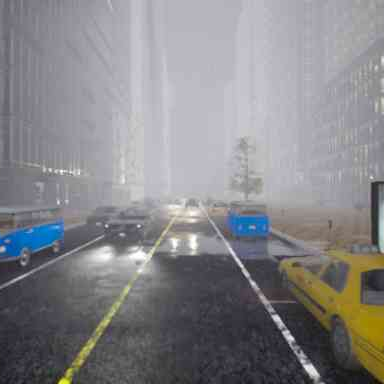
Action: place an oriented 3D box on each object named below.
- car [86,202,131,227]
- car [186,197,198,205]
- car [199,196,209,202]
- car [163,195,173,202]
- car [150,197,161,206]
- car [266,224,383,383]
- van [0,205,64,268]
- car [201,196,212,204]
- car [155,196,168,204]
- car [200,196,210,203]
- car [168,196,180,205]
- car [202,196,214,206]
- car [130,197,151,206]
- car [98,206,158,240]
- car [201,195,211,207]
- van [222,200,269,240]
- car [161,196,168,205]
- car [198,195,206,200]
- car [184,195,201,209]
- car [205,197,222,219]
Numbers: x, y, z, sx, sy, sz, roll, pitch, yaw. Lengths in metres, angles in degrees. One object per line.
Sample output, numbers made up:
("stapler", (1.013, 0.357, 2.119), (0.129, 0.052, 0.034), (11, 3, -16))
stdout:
("car", (-5.689, 1.563, 22.399), (1.947, 1.339, 4.313), (0, 0, 0))
("car", (-0.011, 1.563, 58.181), (1.994, 1.385, 4.181), (0, 0, 0))
("car", (2.683, 1.552, 73.580), (2.008, 1.369, 4.403), (0, 0, 0))
("car", (-5.699, 1.547, 79.290), (1.887, 1.381, 4.507), (0, 0, 0))
("car", (-5.691, 1.437, 45.156), (1.967, 1.590, 4.097), (0, 0, 0))
("car", (2.696, 1.525, 5.482), (1.752, 1.417, 4.829), (0, 0, 0))
("van", (-5.684, 1.339, 11.020), (1.690, 1.788, 3.998), (0, 0, 0))
("car", (2.685, 1.544, 62.202), (1.887, 1.381, 4.507), (0, 0, 0))
("car", (-5.696, 1.544, 62.222), (1.887, 1.381, 4.507), (0, 0, 0))
("car", (2.684, 1.582, 67.891), (1.802, 1.307, 4.206), (0, 0, 0))
("car", (-3.058, 1.490, 57.486), (2.128, 1.511, 4.902), (0, 0, 0))
("car", (2.686, 1.439, 56.512), (1.967, 1.590, 4.097), (0, 0, 0))
("car", (-5.690, 1.548, 33.777), (2.008, 1.369, 4.403), (0, 0, 0))
("car", (-3.103, 1.598, 17.046), (1.895, 1.301, 4.718), (0, 0, 0))
("car", (2.687, 1.549, 50.824), (2.008, 1.369, 4.403), (0, 0, 0))
("van", (2.695, 1.339, 16.691), (1.690, 1.788, 3.998), (0, 0, 0))
("car", (-5.695, 1.549, 56.534), (2.008, 1.369, 4.403), (0, 0, 0))
("car", (2.680, 1.574, 90.646), (1.947, 1.339, 4.313), (0, 0, 0))
("car", (-0.001, 1.523, 46.334), (1.812, 1.442, 4.674), (0, 0, 0))
("car", (2.345, 1.455, 28.516), (1.801, 1.575, 5.366), (0, 0, 0))
